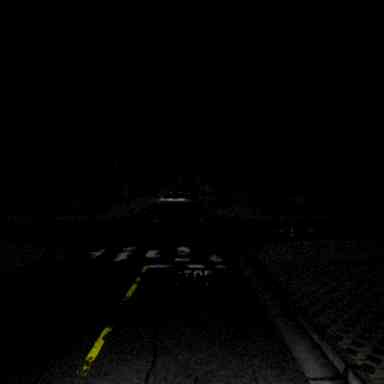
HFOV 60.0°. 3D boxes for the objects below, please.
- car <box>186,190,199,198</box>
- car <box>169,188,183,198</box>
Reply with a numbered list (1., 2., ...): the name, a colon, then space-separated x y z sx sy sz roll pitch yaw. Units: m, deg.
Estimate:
1. car: 0.096 0.325 55.492 1.994 1.385 4.181 0 2 0
2. car: -2.654 0.106 55.675 2.097 1.767 4.553 0 2 0
